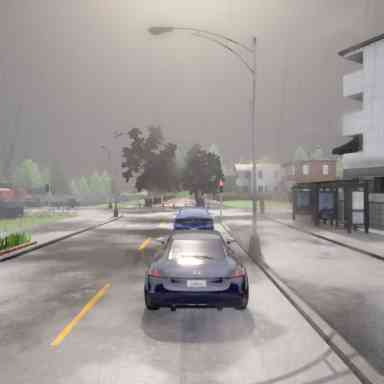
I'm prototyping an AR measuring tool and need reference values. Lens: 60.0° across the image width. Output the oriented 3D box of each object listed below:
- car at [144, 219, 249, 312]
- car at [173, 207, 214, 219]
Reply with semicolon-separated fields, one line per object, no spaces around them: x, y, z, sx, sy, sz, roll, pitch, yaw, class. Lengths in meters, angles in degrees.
0.090;1.564;7.808;1.994;1.385;4.181;0;0;0;car
0.080;1.478;16.791;1.882;1.535;5.008;0;0;0;car
